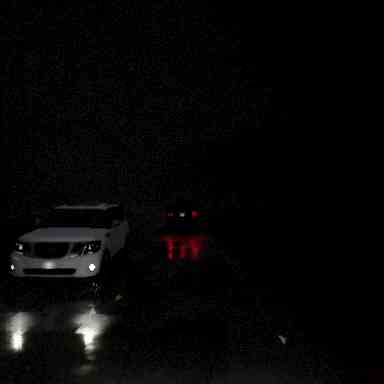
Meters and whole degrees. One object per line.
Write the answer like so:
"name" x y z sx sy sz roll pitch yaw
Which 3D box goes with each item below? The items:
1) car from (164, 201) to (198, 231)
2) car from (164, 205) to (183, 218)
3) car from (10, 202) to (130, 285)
"car" -0.797 1.645 23.972 2.150 2.045 5.566 0 -2 -4
"car" -2.441 2.410 42.001 2.033 1.411 5.357 0 -2 -7
"car" -3.292 1.356 10.252 2.150 2.045 5.566 1 -1 -2
